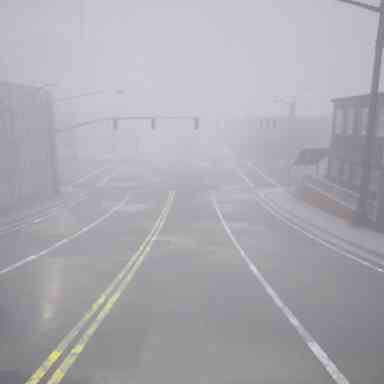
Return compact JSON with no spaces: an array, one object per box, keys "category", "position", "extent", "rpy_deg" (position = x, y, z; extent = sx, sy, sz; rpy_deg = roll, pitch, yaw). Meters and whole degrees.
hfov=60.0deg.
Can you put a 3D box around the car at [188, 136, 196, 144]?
[{"category":"car","position":[-0.019,-14.004,90.899],"extent":[1.994,1.385,4.181],"rpy_deg":[0,12,0]}]
